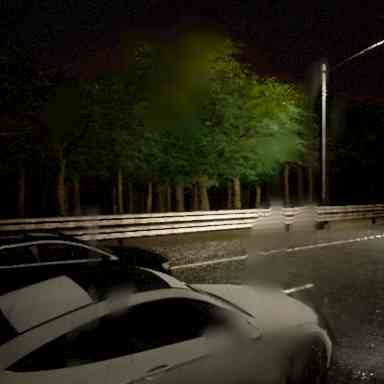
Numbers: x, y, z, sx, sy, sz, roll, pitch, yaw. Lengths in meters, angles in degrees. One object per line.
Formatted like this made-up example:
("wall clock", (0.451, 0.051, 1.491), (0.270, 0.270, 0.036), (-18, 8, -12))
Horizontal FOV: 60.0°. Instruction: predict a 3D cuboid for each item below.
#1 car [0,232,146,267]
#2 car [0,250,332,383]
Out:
("car", (-2.649, 1.497, 6.163), (4.902, 1.511, 2.128), (0, 0, -36))
("car", (-0.539, 1.531, 3.369), (4.674, 1.442, 1.812), (0, 0, -36))
